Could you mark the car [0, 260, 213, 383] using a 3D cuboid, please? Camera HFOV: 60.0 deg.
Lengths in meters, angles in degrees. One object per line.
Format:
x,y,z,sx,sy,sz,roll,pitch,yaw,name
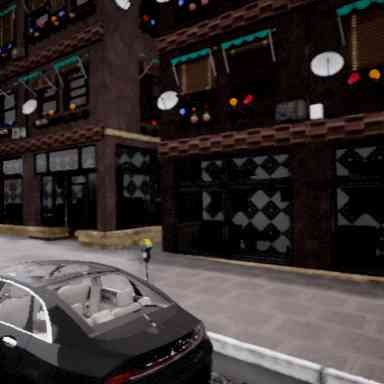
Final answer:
-1.843,1.522,4.053,4.403,1.369,2.008,0,-1,35,car
